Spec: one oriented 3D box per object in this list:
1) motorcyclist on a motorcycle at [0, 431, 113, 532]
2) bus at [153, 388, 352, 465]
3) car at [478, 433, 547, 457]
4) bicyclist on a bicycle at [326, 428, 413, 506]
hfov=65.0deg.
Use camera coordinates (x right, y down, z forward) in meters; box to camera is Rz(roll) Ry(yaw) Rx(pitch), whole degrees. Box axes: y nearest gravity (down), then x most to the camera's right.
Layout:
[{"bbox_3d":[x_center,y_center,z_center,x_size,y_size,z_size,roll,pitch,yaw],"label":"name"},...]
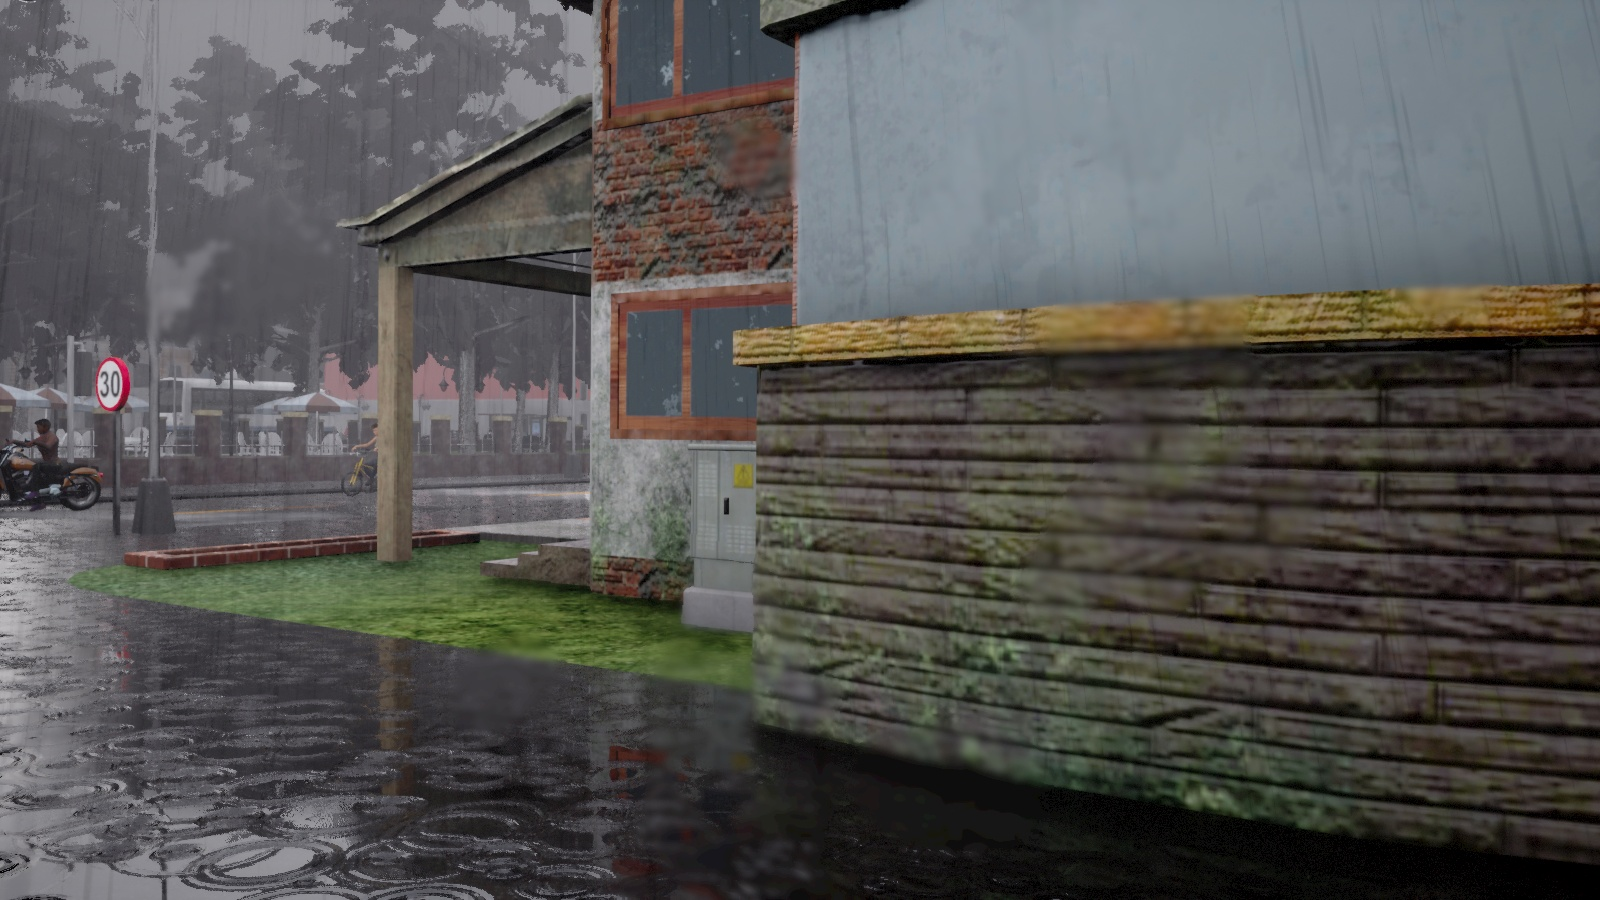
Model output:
[{"bbox_3d":[-13.088,0.508,21.367,0.766,1.649,2.350,0,1,33],"label":"motorcyclist on a motorcycle"},{"bbox_3d":[-32.235,-1.371,74.536,3.944,4.253,10.273,0,1,33],"label":"bus"},{"bbox_3d":[-20.933,-0.399,91.664,2.033,1.649,4.856,0,1,33],"label":"car"},{"bbox_3d":[-9.280,0.378,27.132,0.866,1.612,1.509,0,-3,33],"label":"bicyclist on a bicycle"}]
